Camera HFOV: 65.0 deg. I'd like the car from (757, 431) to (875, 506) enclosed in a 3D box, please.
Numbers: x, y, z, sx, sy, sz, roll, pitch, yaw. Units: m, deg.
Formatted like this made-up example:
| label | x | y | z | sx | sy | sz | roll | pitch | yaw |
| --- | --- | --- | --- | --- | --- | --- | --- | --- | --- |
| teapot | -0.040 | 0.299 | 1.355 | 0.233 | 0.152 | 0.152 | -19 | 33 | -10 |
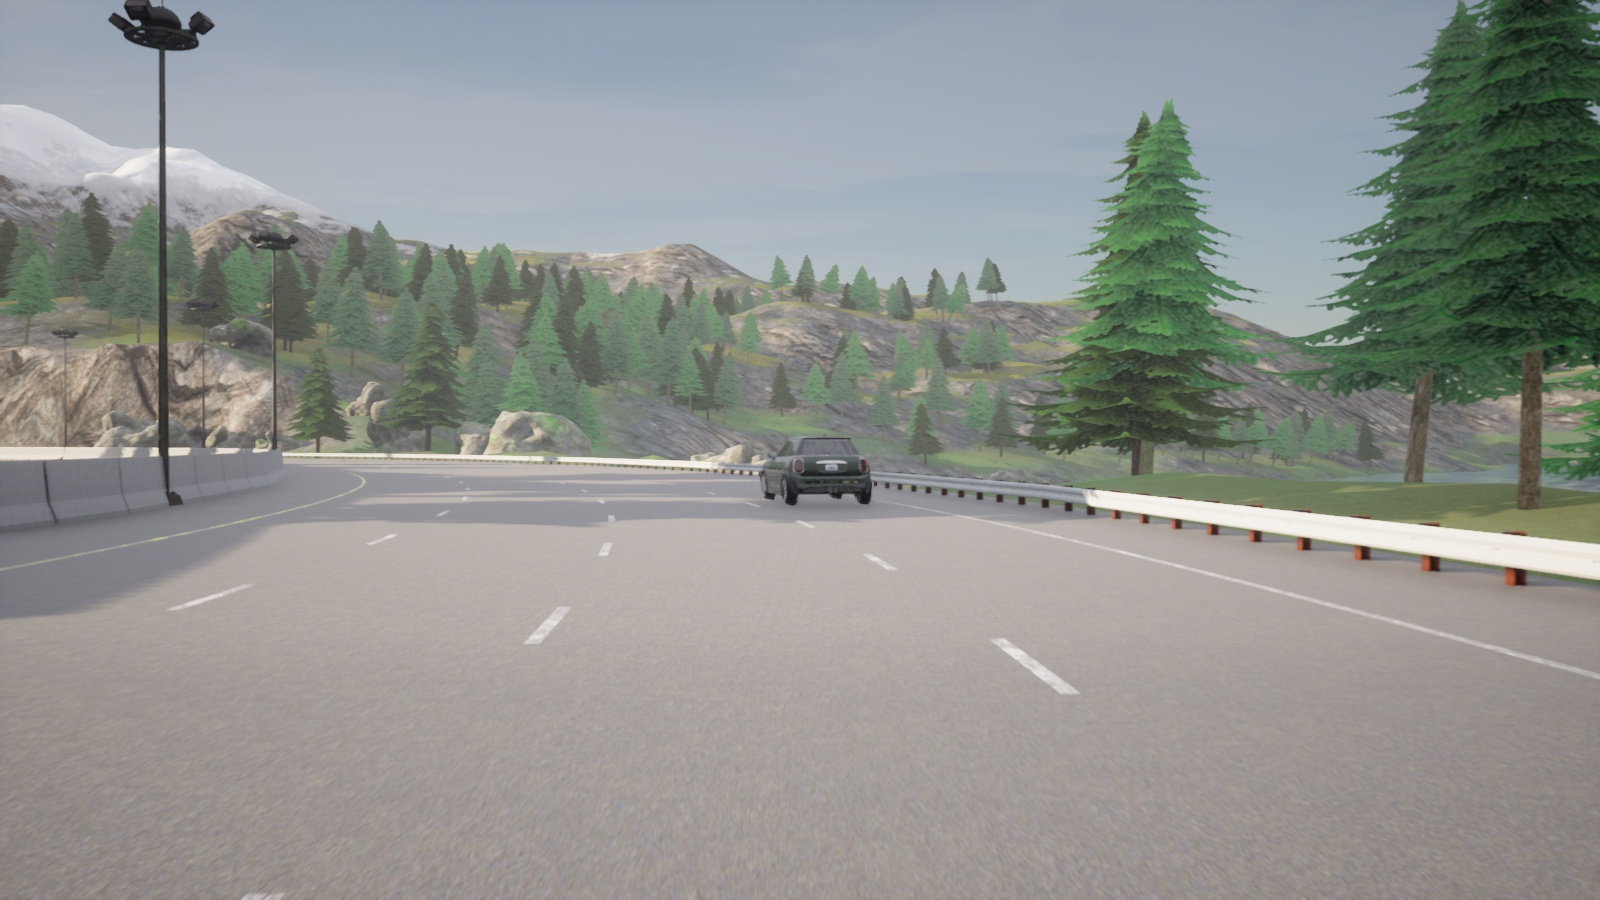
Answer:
| label | x | y | z | sx | sy | sz | roll | pitch | yaw |
| --- | --- | --- | --- | --- | --- | --- | --- | --- | --- |
| car | 0.304 | 0.425 | 31.942 | 2.097 | 1.767 | 4.553 | 0 | 0 | -11 |
